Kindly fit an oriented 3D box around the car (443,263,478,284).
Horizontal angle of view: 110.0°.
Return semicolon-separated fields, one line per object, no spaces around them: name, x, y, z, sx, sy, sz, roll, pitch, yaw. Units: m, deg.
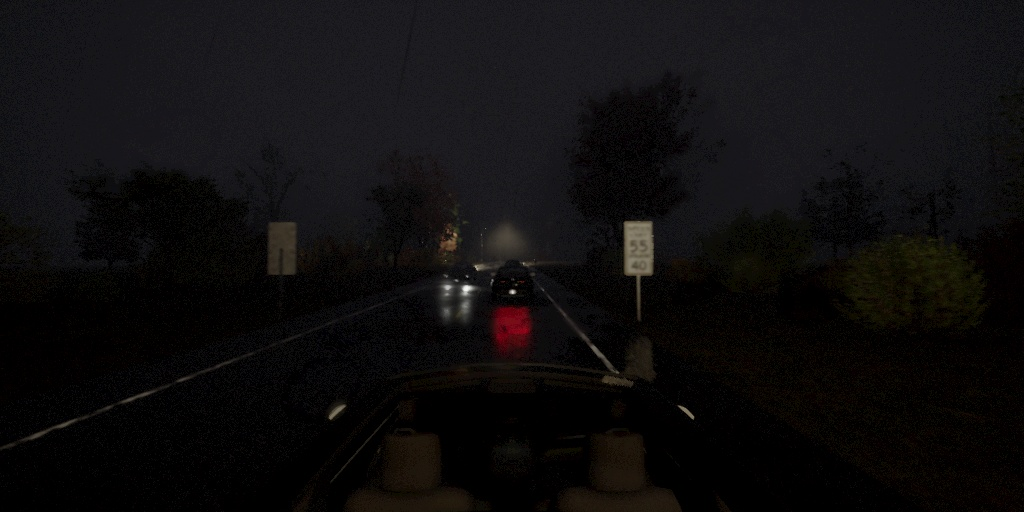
car;-3.519;1.187;25.632;2.033;1.411;5.357;0;0;0

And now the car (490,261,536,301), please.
car;0.047;1.180;16.834;1.837;1.490;4.892;0;1;1
